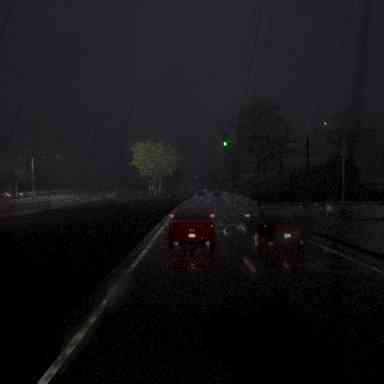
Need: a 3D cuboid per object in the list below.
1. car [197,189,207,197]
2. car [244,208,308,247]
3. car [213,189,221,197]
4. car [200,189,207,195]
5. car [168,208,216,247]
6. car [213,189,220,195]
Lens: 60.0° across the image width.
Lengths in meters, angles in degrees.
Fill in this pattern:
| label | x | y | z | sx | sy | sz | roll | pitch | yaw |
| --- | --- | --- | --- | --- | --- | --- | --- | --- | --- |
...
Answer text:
| label | x | y | z | sx | sy | sz | roll | pitch | yaw |
| --- | --- | --- | --- | --- | --- | --- | --- | --- | --- |
| car | 2.367 | 0.139 | 78.649 | 2.097 | 1.767 | 4.553 | 0 | 1 | 4 |
| car | 3.500 | 1.425 | 14.646 | 1.882 | 1.535 | 5.008 | 0 | 0 | 0 |
| car | 5.838 | 0.373 | 78.083 | 1.895 | 1.301 | 4.718 | 0 | 1 | 4 |
| car | 3.216 | -0.060 | 92.404 | 1.812 | 1.442 | 4.674 | 0 | 1 | 4 |
| car | 0.000 | 1.425 | 14.646 | 1.882 | 1.535 | 5.008 | 0 | 0 | 0 |
| car | 6.709 | -0.041 | 92.188 | 2.033 | 1.411 | 5.357 | 0 | 1 | 4 |
